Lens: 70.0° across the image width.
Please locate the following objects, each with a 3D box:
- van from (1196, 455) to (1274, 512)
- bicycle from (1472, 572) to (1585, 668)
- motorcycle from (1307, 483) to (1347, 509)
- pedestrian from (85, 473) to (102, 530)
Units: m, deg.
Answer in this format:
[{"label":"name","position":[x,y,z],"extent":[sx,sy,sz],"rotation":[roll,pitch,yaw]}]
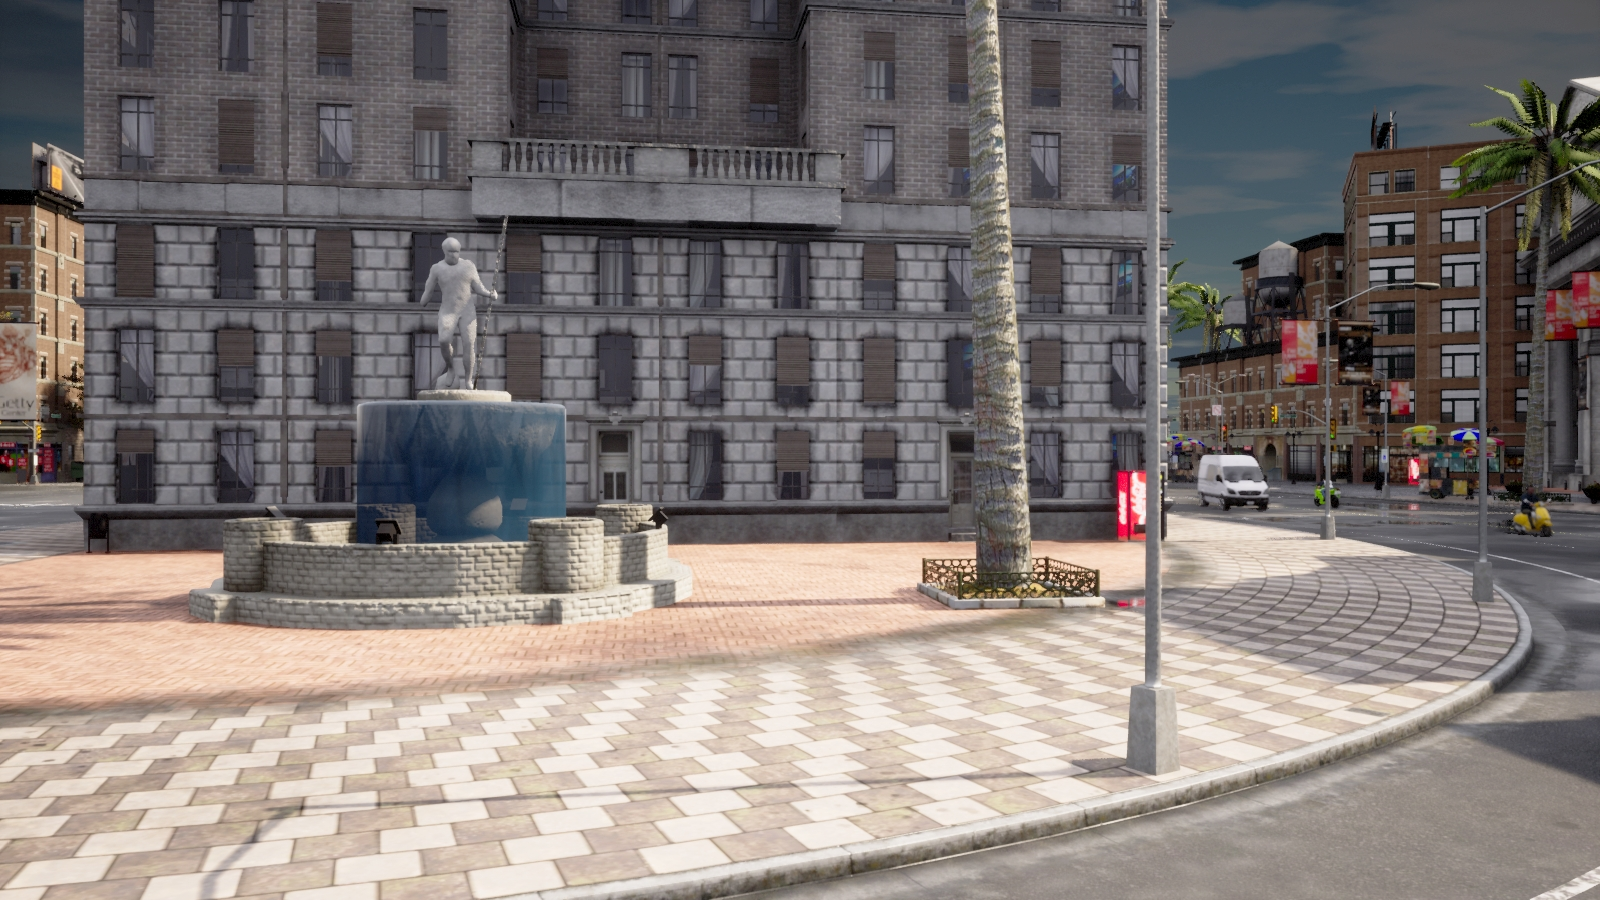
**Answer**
[{"label":"van","position":[20.708,1.534,54.661],"extent":[1.988,2.561,5.915],"rotation":[0,0,6]},{"label":"bicycle","position":[9.816,2.256,15.385],"extent":[1.487,1.080,0.859],"rotation":[0,-1,-41]},{"label":"motorcycle","position":[25.547,2.213,55.422],"extent":[0.803,1.145,2.033],"rotation":[0,0,-7]},{"label":"pedestrian","position":[-23.293,1.696,37.686],"extent":[0.375,1.860,0.375],"rotation":[0,0,-15]}]
